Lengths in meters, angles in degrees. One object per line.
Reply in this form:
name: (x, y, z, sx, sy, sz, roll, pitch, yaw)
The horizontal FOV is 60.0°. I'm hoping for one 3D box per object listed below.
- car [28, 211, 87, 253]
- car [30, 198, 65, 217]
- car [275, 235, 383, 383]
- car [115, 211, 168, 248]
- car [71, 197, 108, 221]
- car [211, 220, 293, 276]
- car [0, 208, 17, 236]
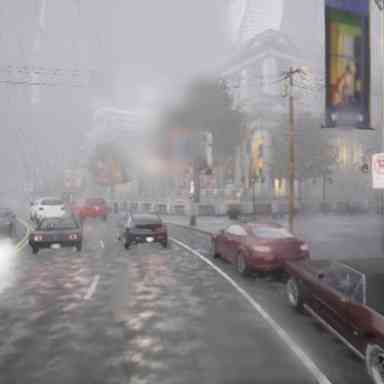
car: (-5.710, 1.744, 14.479, 1.895, 1.301, 4.718, 0, -1, -17)
car: (-12.311, 1.496, 28.290, 2.150, 2.045, 5.566, 0, 0, -32)
car: (2.928, 1.641, 5.073, 1.895, 1.301, 4.718, 0, -1, -2)
car: (-2.423, 1.659, 15.666, 1.837, 1.490, 4.892, 0, 0, -17)
car: (-9.338, 1.511, 30.136, 2.150, 2.045, 5.566, 0, 0, -32)
car: (1.974, 1.620, 10.724, 2.002, 1.452, 4.674, 0, -1, -12)
car: (-11.239, 1.686, 19.149, 2.128, 1.511, 4.902, 0, -1, -24)
